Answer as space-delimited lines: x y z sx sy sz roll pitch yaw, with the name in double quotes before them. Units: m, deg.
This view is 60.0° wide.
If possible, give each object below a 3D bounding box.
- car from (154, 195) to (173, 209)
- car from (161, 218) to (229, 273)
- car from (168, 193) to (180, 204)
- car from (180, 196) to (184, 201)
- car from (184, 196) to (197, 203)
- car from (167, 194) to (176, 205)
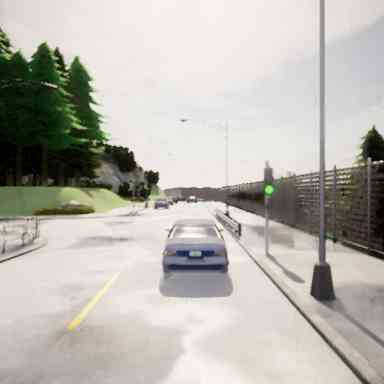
"car" -4.088 1.519 45.511 1.837 1.490 4.892 0 0 0
"car" 0.088 1.551 10.635 2.033 1.411 5.357 0 0 0
"car" -3.994 1.241 65.813 2.150 2.045 5.566 0 0 0
"car" -3.701 1.564 79.747 5.357 1.411 2.033 0 0 40
"car" -0.008 1.574 70.537 1.994 1.385 4.181 0 0 -4
"car" -4.057 1.542 55.408 1.812 1.442 4.674 0 0 0
